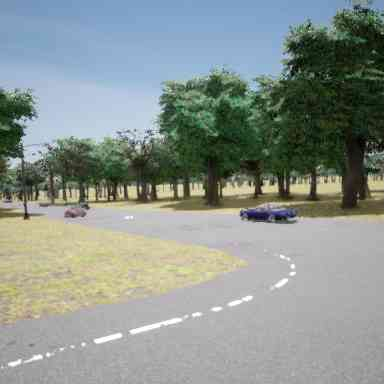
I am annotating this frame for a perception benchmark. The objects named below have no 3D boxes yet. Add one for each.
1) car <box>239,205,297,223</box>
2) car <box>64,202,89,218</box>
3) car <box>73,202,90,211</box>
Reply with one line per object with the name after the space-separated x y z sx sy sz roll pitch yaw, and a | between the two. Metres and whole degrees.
6.057 1.745 27.093 1.895 1.301 4.718 -4 1 -36 | car
-16.292 2.612 46.298 2.097 1.767 4.553 -4 1 -35 | car
-22.188 2.838 66.669 1.837 1.490 4.892 -4 1 -36 | car
